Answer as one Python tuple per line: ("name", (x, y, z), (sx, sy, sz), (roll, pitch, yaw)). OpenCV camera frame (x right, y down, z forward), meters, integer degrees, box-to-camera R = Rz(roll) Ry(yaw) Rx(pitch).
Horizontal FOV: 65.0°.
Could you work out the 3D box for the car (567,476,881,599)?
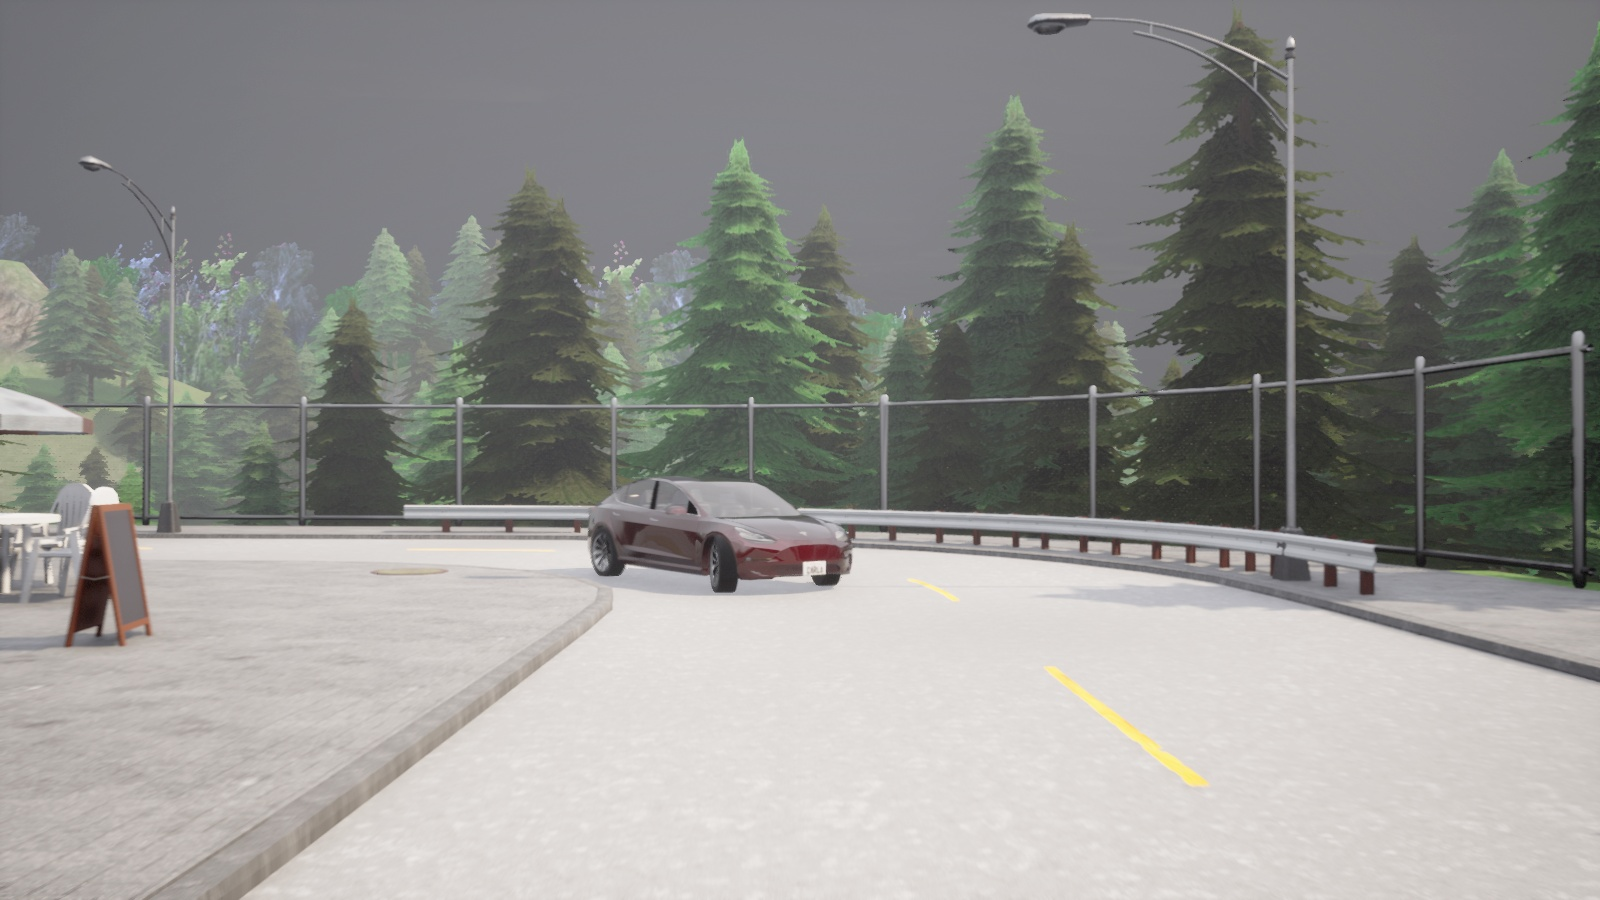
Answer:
("car", (-1.241, 1.120, 17.851), (2.163, 1.488, 4.792), (1, -1, -37))
